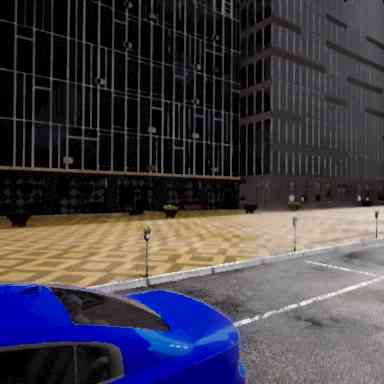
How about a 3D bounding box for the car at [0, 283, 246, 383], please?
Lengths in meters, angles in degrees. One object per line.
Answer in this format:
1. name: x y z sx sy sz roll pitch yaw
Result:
1. car: -1.886 1.478 2.033 5.008 1.535 1.882 0 0 -35
